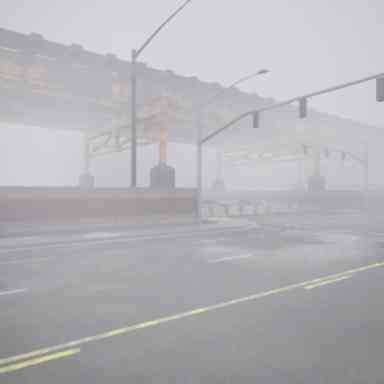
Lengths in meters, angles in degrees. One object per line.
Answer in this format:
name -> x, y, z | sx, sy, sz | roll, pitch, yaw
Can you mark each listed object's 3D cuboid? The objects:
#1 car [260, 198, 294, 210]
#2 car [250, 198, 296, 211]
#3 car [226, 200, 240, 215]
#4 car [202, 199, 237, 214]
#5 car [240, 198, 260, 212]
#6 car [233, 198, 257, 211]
car -> 9.686, 1.314, 39.964 | 4.536, 1.218, 1.853 | 0, 0, -7
car -> 9.737, 1.471, 39.970 | 4.974, 1.542, 2.038 | 0, 0, -7
car -> 2.082, 1.465, 33.526 | 4.974, 1.542, 2.038 | 0, 0, 8
car -> 2.031, 1.307, 33.533 | 4.536, 1.218, 1.853 | 0, 0, 8
car -> 5.827, 1.468, 36.211 | 2.038, 1.542, 4.974 | 0, 0, 18
car -> 5.843, 1.310, 36.260 | 1.853, 1.218, 4.536 | 0, 0, 18
